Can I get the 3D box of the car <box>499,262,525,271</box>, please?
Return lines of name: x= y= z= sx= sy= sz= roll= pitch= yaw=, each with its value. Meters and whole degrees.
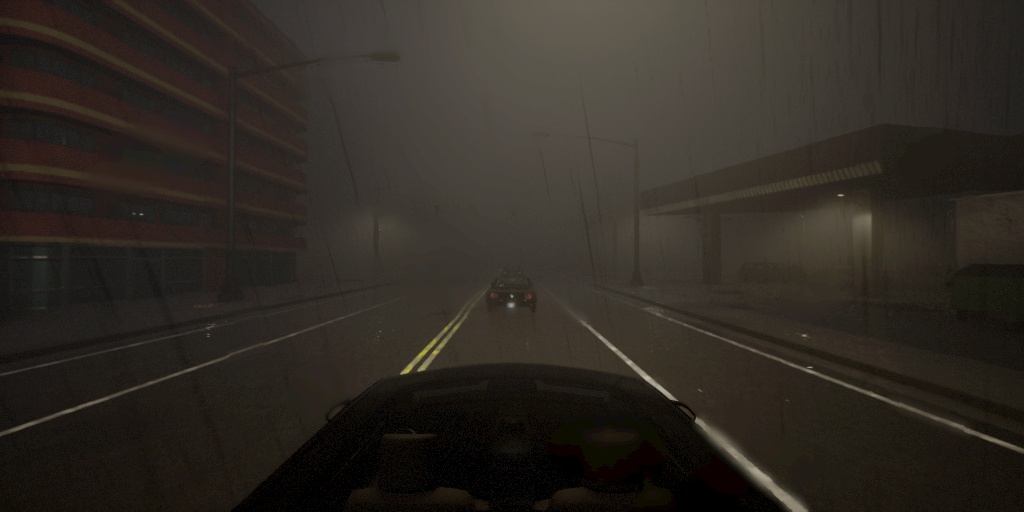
car: x=0.032 y=1.555 z=30.335 sx=2.128 sy=1.511 sz=4.902 roll=0 pitch=0 yaw=1

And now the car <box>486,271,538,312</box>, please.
car: x=0.021 y=1.497 z=15.075 sx=1.895 sy=1.301 sz=4.718 roll=0 pitch=-1 yaw=0

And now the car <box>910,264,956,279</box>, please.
car: x=45.206 y=1.626 z=37.131 sx=4.902 sy=1.511 sz=2.128 roll=0 pitch=-1 yaw=1

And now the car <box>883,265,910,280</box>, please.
car: x=45.264 y=1.720 z=40.630 sx=5.357 sy=1.411 sz=2.033 roll=0 pitch=-1 yaw=1

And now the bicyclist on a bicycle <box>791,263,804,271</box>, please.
bicyclist on a bicycle: x=26.001 y=1.477 z=32.995 sx=0.582 sy=1.620 sz=1.656 roll=0 pitch=-10 yaw=18
